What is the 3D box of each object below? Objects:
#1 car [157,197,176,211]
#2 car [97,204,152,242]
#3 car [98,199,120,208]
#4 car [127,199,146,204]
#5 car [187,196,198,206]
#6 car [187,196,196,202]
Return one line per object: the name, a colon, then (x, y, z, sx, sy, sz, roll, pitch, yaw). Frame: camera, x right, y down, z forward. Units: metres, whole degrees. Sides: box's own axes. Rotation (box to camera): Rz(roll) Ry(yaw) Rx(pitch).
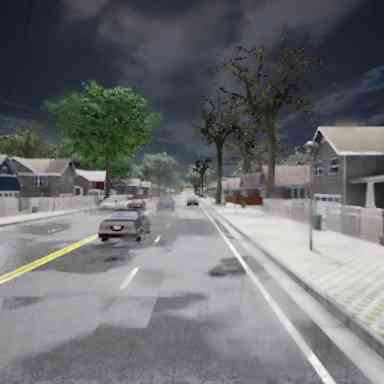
car: (-3.164, 1.379, 41.585, 2.097, 1.767, 4.553, 0, 0, 0)
car: (-3.156, 1.554, 16.499, 2.033, 1.411, 5.357, 0, 0, 0)
car: (-9.835, 1.551, 40.079, 1.812, 1.442, 4.674, 0, 0, 0)
car: (-6.586, 1.573, 39.924, 2.033, 1.411, 5.357, 0, 0, 0)
car: (0.081, 1.646, 56.095, 1.895, 1.301, 4.718, 0, 0, 0)
car: (-0.027, 1.618, 78.396, 2.033, 1.411, 5.357, 0, 0, 0)
